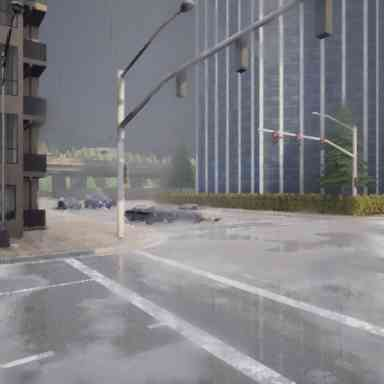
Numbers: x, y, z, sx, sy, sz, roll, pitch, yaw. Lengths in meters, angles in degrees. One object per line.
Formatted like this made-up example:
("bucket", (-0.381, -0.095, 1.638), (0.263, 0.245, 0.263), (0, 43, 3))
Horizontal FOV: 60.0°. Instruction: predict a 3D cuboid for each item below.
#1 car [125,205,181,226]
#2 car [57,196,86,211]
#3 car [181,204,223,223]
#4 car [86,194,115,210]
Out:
("car", (-3.024, 1.599, 23.914), (1.895, 1.301, 4.718), (0, 0, -35))
("car", (-15.334, 1.350, 41.557), (2.097, 1.767, 4.553), (0, 0, -34))
("car", (0.235, 1.598, 25.363), (1.895, 1.301, 4.718), (0, 0, -35))
("car", (-12.425, 1.221, 43.507), (2.150, 2.045, 5.566), (0, 0, -34))
